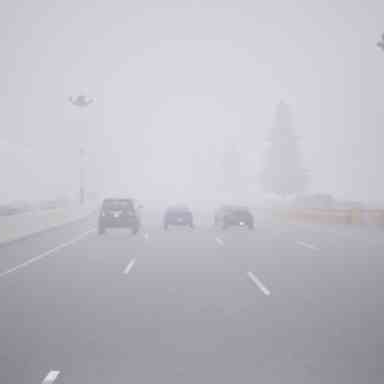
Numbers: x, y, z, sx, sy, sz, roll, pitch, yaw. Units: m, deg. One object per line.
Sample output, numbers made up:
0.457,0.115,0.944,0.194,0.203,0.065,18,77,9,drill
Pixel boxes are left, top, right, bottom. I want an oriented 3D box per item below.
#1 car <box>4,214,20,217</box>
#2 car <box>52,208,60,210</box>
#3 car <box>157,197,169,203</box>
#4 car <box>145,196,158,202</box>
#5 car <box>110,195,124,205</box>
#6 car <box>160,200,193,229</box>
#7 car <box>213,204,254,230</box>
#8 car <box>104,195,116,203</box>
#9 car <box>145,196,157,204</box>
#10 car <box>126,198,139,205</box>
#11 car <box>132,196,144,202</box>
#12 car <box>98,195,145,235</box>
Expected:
-16.074,1.841,28.257,2.033,1.411,5.357,-1,0,-8,car
-19.335,1.907,45.593,1.837,1.490,4.892,-1,0,-13,car
-6.640,1.892,76.038,1.837,1.490,4.892,-1,0,-22,car
-10.374,1.788,85.360,1.882,1.535,5.008,0,0,-24,car
-16.199,1.695,71.624,2.150,2.045,5.566,-1,0,-22,car
-1.049,1.588,22.960,1.882,1.535,5.008,0,0,-6,car
2.603,1.570,21.582,1.837,1.490,4.892,0,0,-6,car
-20.027,1.751,81.229,2.097,1.767,4.553,0,0,-24,car
-9.808,1.945,74.526,1.812,1.442,4.674,-1,0,-22,car
-13.092,2.002,73.317,1.994,1.385,4.181,-1,0,-22,car
-13.595,1.863,83.992,1.812,1.442,4.674,0,0,-24,car
-4.256,1.354,20.212,2.150,2.045,5.566,0,0,-6,car
